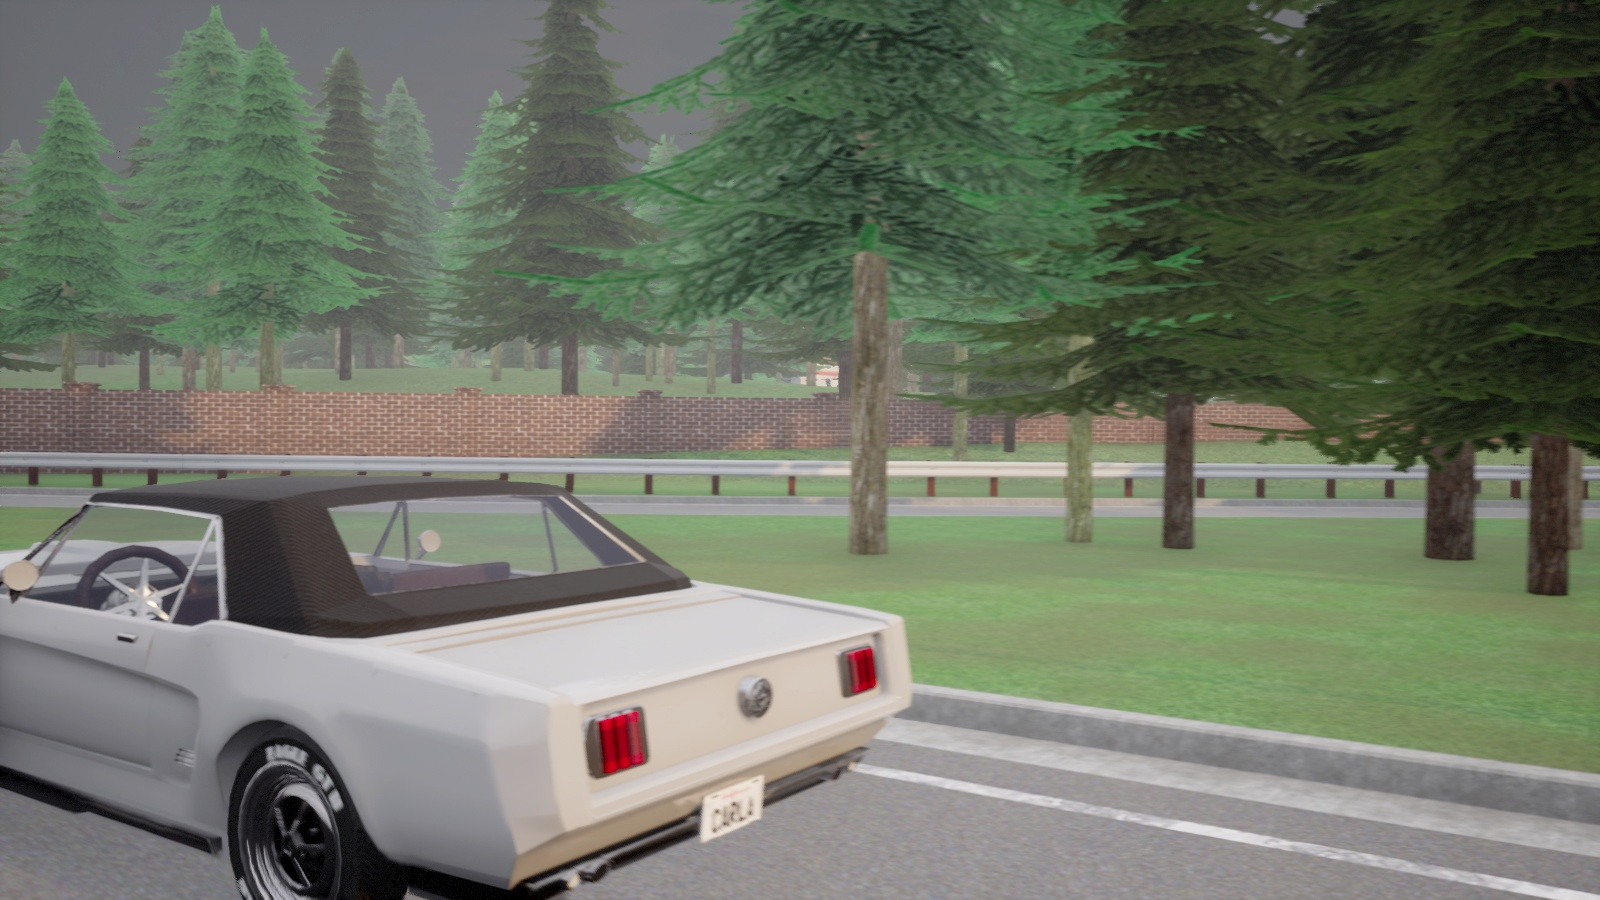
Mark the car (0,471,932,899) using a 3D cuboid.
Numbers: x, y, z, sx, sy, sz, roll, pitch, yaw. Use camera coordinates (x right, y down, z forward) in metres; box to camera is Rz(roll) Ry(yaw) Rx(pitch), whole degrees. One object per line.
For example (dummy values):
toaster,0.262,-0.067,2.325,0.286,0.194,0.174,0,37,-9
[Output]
car,-2.024,0.782,4.971,4.718,1.301,1.895,0,1,34
